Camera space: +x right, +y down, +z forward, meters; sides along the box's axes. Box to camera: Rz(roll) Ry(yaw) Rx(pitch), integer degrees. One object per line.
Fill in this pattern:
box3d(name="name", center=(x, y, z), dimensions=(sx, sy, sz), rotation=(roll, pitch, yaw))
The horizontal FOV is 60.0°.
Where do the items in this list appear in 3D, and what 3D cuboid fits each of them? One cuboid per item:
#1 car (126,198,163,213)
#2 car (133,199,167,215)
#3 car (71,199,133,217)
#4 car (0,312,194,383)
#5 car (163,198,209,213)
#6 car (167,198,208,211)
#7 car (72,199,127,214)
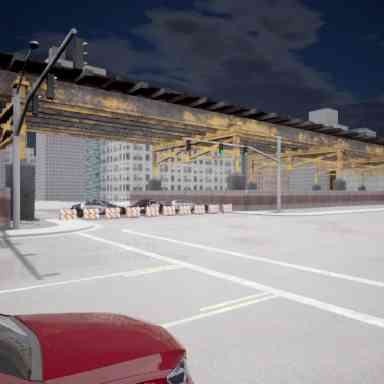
box3d(name="car", center=(-4.615, 1.295, 33.143), dimensions=(1.853, 1.218, 4.536), rotation=(0, 0, 18))
box3d(name="car", center=(-4.631, 1.453, 33.093), dimensions=(2.038, 1.542, 4.974), rotation=(0, 0, 18))
box3d(name="car", center=(-8.370, 1.453, 30.399), dimensions=(4.974, 1.542, 2.038), rotation=(0, 0, 8))
box3d(name="car", center=(-2.141, 1.526, 2.240), dimensions=(4.674, 1.442, 1.812), rotation=(0, 0, -35))
box3d(name="car", center=(-0.730, 1.453, 36.862), dimensions=(4.974, 1.542, 2.038), rotation=(0, 0, -7))
box3d(name="car", center=(-0.781, 1.295, 36.856), dimensions=(4.536, 1.218, 1.853), rotation=(0, 0, -7))
box3d(name="car", center=(-8.421, 1.295, 30.406), dimensions=(4.536, 1.218, 1.853), rotation=(0, 0, 8))
